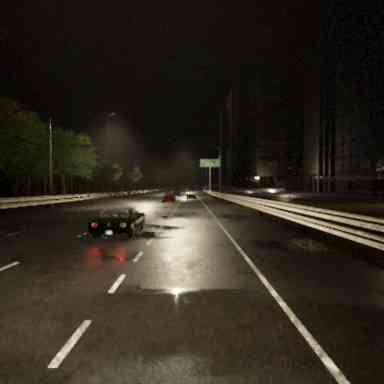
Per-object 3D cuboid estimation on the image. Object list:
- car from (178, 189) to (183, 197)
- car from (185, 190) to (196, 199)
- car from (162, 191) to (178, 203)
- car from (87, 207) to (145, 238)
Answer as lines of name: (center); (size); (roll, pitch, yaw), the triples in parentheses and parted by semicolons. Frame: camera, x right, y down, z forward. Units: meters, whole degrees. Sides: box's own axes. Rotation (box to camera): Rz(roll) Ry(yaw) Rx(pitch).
car: (-3.772, 0.455, 82.705); (1.882, 1.535, 5.008); (0, 1, 0)
car: (-0.103, 0.771, 68.062); (1.895, 1.301, 4.718); (0, 1, 0)
car: (-3.618, 0.896, 52.281); (1.812, 1.442, 4.674); (0, 1, 0)
car: (-3.508, 1.403, 16.298); (1.895, 1.301, 4.718); (0, 1, 0)
